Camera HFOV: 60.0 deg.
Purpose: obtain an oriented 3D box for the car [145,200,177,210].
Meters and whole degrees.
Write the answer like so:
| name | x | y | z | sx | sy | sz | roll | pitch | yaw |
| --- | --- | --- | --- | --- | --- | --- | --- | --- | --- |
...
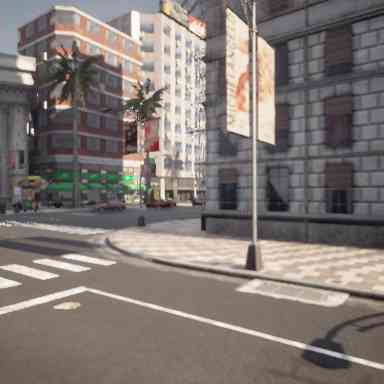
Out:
| name | x | y | z | sx | sy | sz | roll | pitch | yaw |
| --- | --- | --- | --- | --- | --- | --- | --- | --- | --- |
| car | -4.224 | 1.703 | 45.764 | 1.895 | 1.301 | 4.718 | 0 | 0 | 37 |

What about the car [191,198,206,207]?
| name | x | y | z | sx | sy | sz | roll | pitch | yaw |
| --- | --- | --- | --- | --- | --- | --- | --- | --- | --- |
| car | 2.077 | 1.701 | 53.422 | 1.895 | 1.301 | 4.718 | 0 | 0 | 44 |

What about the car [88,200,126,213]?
| name | x | y | z | sx | sy | sz | roll | pitch | yaw |
| --- | --- | --- | --- | --- | --- | --- | --- | --- | --- |
| car | -9.687 | 1.628 | 38.352 | 1.812 | 1.442 | 4.674 | 0 | 0 | 36 |
